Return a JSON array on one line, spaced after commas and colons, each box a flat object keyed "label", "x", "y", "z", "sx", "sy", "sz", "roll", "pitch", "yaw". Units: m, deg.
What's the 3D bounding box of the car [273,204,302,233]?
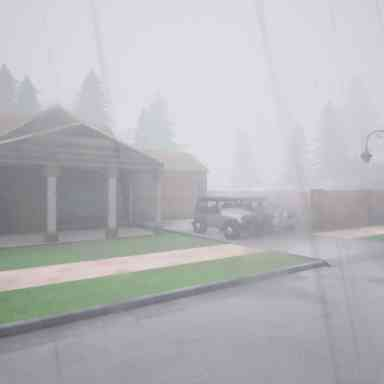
[{"label": "car", "x": 3.434, "y": 1.166, "z": 17.762, "sx": 1.932, "sy": 1.855, "sz": 4.605, "roll": 0, "pitch": 0, "yaw": -36}]

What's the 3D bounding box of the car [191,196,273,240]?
[{"label": "car", "x": 1.614, "y": 1.169, "z": 15.984, "sx": 1.905, "sy": 1.878, "sz": 3.866, "roll": 0, "pitch": 0, "yaw": -36}]
